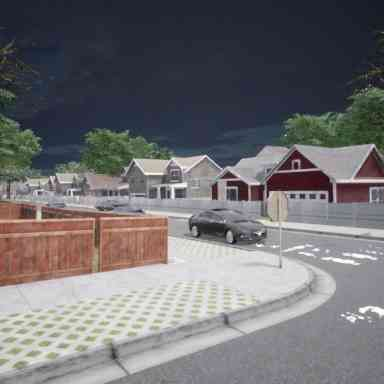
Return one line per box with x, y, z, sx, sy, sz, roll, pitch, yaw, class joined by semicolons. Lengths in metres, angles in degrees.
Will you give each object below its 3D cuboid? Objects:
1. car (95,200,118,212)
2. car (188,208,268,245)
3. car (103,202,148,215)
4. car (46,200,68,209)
-9.311;1.692;37.203;1.837;1.490;4.892;-1;1;-36;car
1.653;1.624;16.752;1.837;1.490;4.892;-1;0;-33;car
-5.050;1.751;26.211;1.994;1.385;4.181;-1;1;-36;car
-18.380;1.846;44.924;2.033;1.411;5.357;-1;1;-35;car
